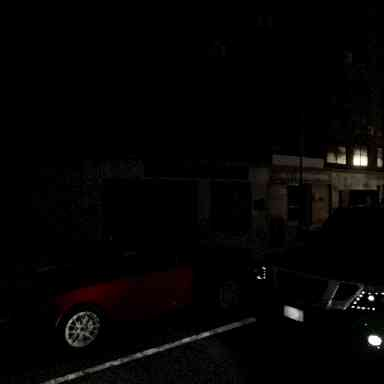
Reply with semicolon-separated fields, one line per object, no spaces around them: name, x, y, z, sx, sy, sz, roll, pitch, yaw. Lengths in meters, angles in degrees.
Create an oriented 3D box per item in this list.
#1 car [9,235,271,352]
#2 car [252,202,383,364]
car;-0.830;1.547;6.176;4.507;1.381;1.887;0;0;-36
car;3.565;1.226;5.928;5.566;2.045;2.150;0;0;-36
